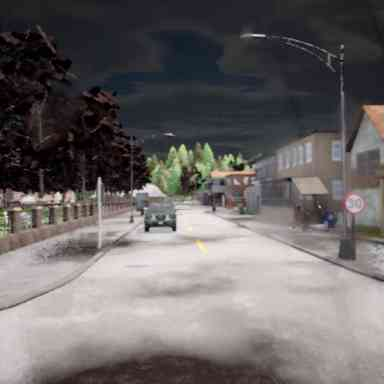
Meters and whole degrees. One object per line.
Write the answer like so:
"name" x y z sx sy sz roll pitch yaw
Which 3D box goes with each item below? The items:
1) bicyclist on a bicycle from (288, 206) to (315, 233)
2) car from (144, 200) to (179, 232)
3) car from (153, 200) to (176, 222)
"bicyclist on a bicycle" 6.492 1.644 19.738 1.656 1.620 0.582 -1 -1 -3
"car" -2.175 1.679 24.045 2.150 2.045 5.566 -1 -1 -3
"car" -2.797 1.877 34.757 2.150 2.045 5.566 -1 -1 -3
